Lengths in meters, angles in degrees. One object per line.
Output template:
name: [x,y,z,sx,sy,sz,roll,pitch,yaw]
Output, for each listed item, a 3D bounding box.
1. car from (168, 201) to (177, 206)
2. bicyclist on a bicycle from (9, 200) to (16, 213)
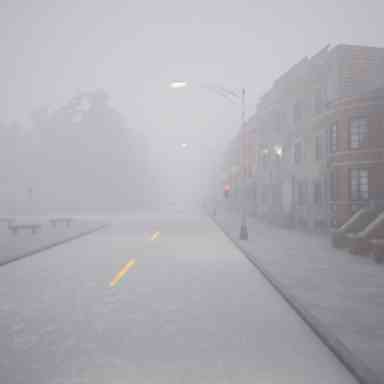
car: [-4.214,2.610,72.909,1.895,1.301,4.718,0,-1,0]
bicyclist on a bicycle: [-21.962,1.793,40.745,0.582,1.620,1.656,0,0,0]
